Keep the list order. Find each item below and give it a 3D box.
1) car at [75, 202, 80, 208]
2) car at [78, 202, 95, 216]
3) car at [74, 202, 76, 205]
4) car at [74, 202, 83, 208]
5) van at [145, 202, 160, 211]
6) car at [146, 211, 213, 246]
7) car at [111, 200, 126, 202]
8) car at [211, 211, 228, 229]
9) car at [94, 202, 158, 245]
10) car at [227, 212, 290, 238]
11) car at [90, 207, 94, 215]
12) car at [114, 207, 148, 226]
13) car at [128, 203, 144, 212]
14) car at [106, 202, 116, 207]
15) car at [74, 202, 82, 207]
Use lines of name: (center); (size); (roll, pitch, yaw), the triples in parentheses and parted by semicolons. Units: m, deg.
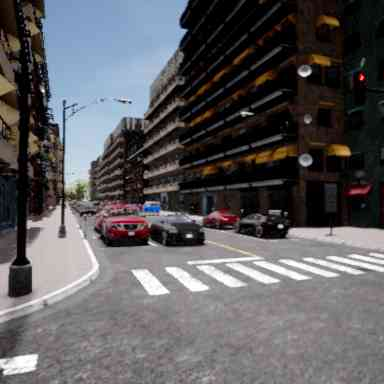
car: (-17.471, 2.592, 53.958); (1.947, 1.339, 4.313); (2, -2, -21)
car: (-13.522, 2.389, 43.542); (1.947, 1.339, 4.313); (2, -2, -21)
car: (-25.369, 2.979, 74.793); (1.887, 1.381, 4.507); (2, -2, -21)
car: (-27.344, 3.118, 80.000); (1.802, 1.307, 4.206); (2, -2, -21)
van: (-5.668, 2.271, 46.480); (1.690, 1.788, 3.998); (2, -2, -21)
car: (-0.817, 1.891, 17.298); (1.994, 1.385, 4.181); (1, -1, -21)
car: (-15.540, 2.754, 72.522); (2.192, 1.841, 5.009); (2, -2, -21)
car: (2.226, 2.106, 25.639); (1.802, 1.307, 4.206); (2, -2, -21)
car: (-3.644, 1.631, 17.506); (2.192, 1.841, 5.009); (2, -2, -21)
car: (4.201, 1.989, 20.431); (1.947, 1.339, 4.313); (2, -2, -21)
car: (-5.624, 1.962, 22.709); (1.887, 1.381, 4.507); (2, -2, -21)
car: (-5.523, 2.116, 29.719); (2.033, 1.411, 5.357); (1, -1, -21)
car: (-9.620, 2.678, 56.890); (1.887, 1.381, 4.507); (2, -2, -21)
car: (-21.527, 3.273, 88.300); (1.752, 1.417, 4.829); (2, -2, -21)
car: (-29.319, 3.220, 85.209); (1.802, 1.307, 4.206); (2, -2, -21)
